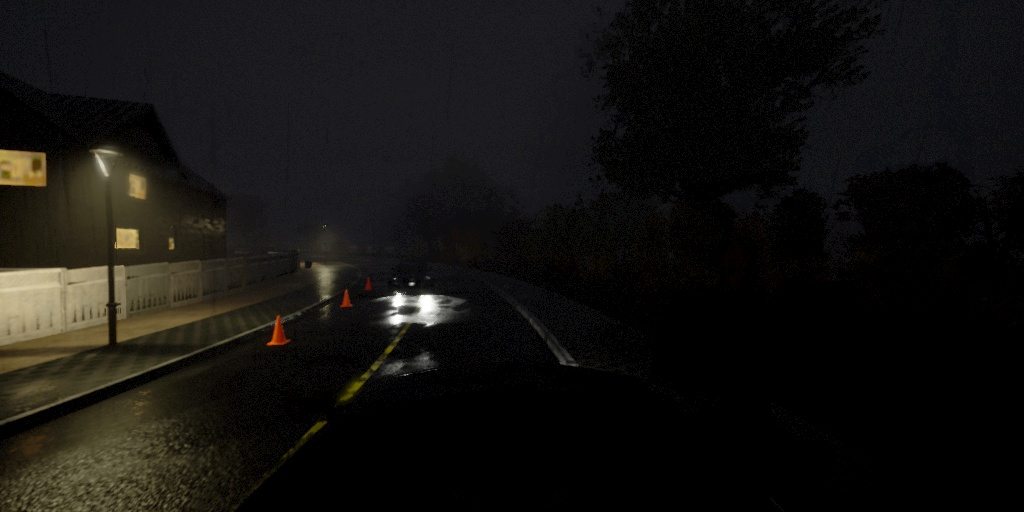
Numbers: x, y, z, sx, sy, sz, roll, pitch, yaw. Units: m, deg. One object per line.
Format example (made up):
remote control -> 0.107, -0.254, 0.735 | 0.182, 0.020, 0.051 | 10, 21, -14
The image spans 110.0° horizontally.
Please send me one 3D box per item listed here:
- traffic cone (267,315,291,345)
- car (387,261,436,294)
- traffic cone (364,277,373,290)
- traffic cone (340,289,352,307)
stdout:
traffic cone -> -4.999, 1.571, 7.701 | 0.340, 0.580, 0.340 | 0, 0, -7
car -> -4.721, 0.919, 16.948 | 1.994, 1.385, 4.181 | 0, 2, -16
traffic cone -> -6.849, 1.301, 17.125 | 0.340, 0.580, 0.340 | 0, 0, -16
traffic cone -> -5.742, 1.442, 12.448 | 0.340, 0.580, 0.340 | 0, 0, -11
